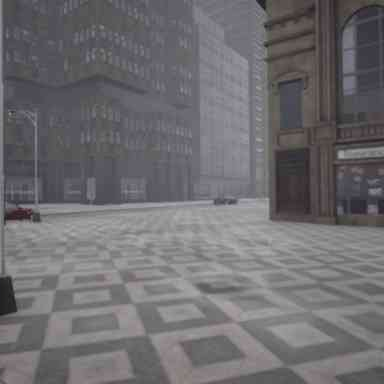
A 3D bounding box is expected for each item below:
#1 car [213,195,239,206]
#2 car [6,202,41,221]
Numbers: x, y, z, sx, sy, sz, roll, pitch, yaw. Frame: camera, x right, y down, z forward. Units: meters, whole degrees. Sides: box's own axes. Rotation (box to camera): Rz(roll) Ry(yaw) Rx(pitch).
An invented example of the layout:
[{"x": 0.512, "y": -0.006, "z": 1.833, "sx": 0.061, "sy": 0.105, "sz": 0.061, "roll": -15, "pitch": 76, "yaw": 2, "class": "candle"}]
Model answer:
[{"x": 4.952, "y": 1.181, "z": 47.818, "sx": 1.882, "sy": 1.535, "sz": 5.008, "roll": -1, "pitch": 0, "yaw": 36, "class": "car"}, {"x": -12.864, "y": 1.419, "z": 22.880, "sx": 1.812, "sy": 1.442, "sz": 4.674, "roll": -1, "pitch": 0, "yaw": 35, "class": "car"}]
